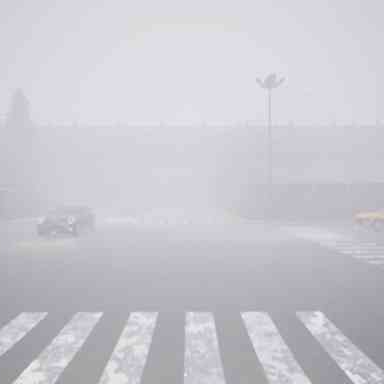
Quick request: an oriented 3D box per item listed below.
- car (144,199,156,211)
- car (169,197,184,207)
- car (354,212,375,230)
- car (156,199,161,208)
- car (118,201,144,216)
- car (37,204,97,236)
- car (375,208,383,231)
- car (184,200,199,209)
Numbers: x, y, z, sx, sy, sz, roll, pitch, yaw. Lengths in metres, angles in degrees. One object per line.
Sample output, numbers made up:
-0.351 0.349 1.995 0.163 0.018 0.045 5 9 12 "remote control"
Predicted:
-7.045 2.059 50.265 1.812 1.442 4.674 0 0 0 "car"
-3.287 1.917 65.584 2.150 2.045 5.566 0 -1 1 "car"
13.207 1.652 21.585 5.008 1.535 1.882 0 -1 0 "car"
-6.978 2.171 62.687 1.837 1.490 4.892 0 -1 0 "car"
-7.077 2.003 37.849 1.895 1.301 4.718 0 -1 0 "car"
-7.088 1.508 19.262 2.097 1.767 4.553 0 -1 0 "car"
13.114 1.629 18.090 4.902 1.511 2.128 0 -1 0 "car"
0.127 2.162 56.365 1.994 1.385 4.181 0 -1 0 "car"
